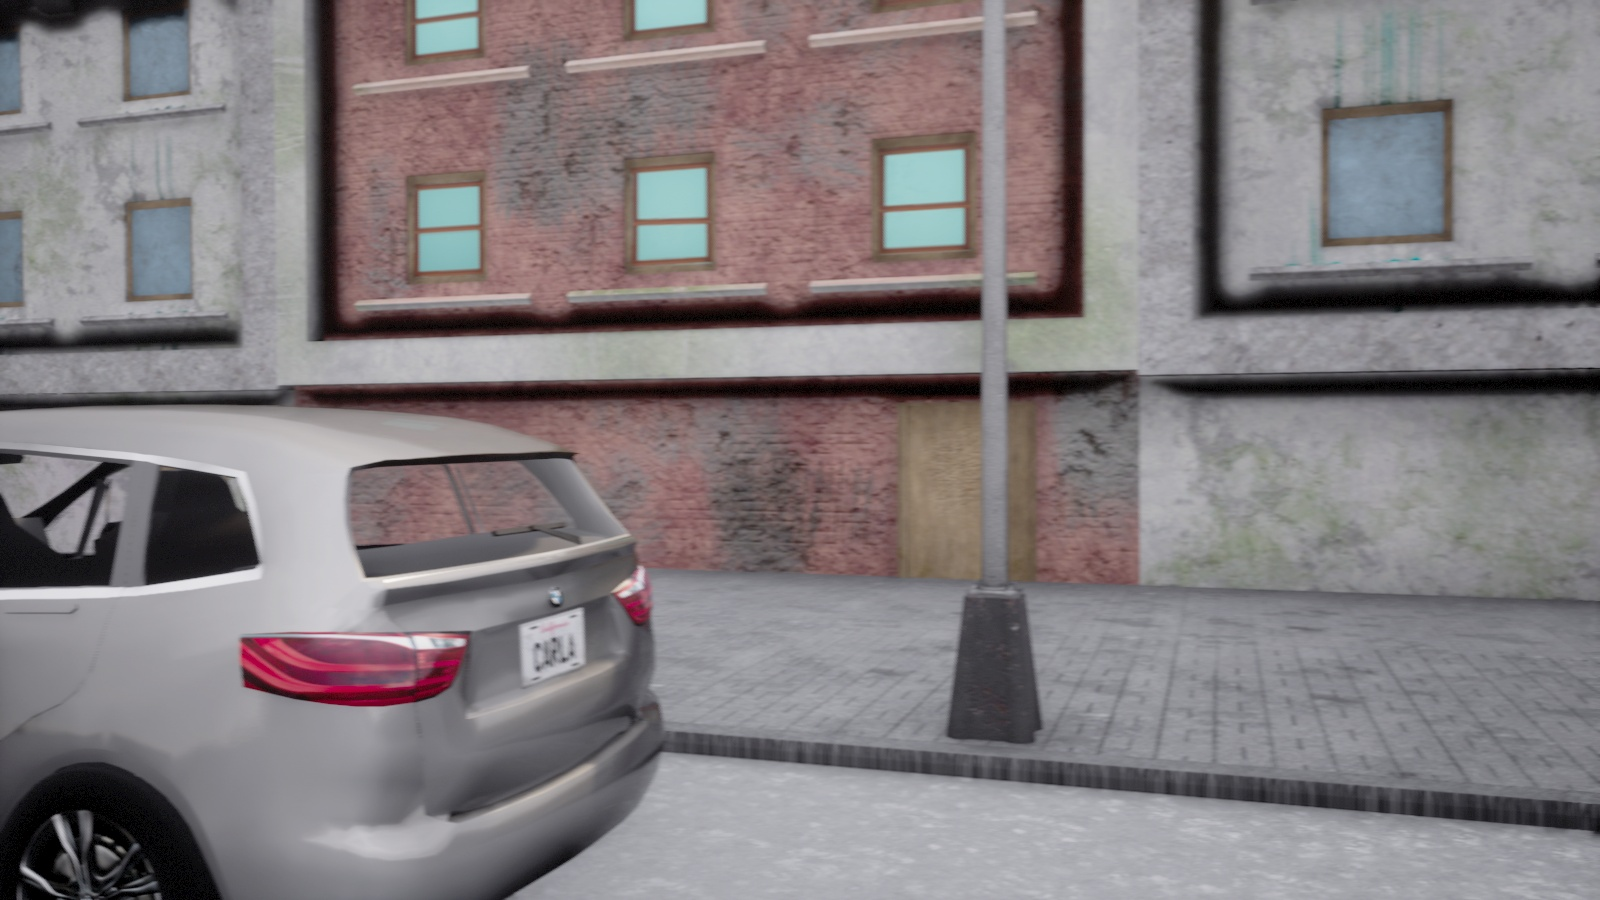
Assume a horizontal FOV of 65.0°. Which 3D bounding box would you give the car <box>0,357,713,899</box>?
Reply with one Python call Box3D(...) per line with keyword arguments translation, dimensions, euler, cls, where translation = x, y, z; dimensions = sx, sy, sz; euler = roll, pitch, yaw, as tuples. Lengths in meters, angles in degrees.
Box3D(translation=(-2.892, 0.585, 4.691), dimensions=(4.611, 1.667, 2.242), euler=(0, 1, 19), cls="car")
